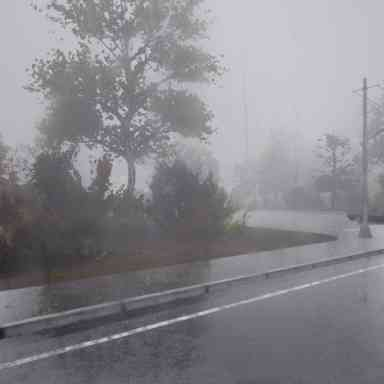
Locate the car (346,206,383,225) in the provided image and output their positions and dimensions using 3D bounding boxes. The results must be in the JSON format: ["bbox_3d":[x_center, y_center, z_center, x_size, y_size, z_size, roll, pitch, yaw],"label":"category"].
[{"bbox_3d":[13.169,1.636,22.411,1.895,1.301,4.718,0,0,-41],"label":"car"}]
